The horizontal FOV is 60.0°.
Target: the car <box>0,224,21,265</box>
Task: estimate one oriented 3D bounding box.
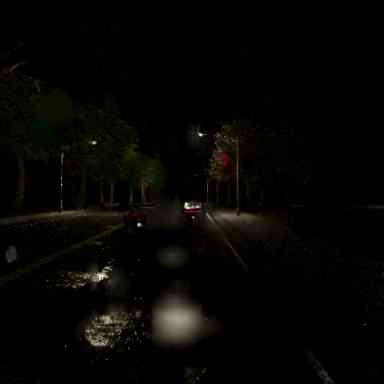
[{"bbox_3d":[-6.598,1.502,8.986,1.882,1.535,5.008,0,0,0],"label":"car"}]

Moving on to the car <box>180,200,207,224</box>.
[{"bbox_3d":[0.097,1.570,25.552,2.128,1.511,4.902,0,0,0],"label":"car"}]

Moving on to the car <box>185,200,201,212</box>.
[{"bbox_3d":[0.094,1.763,42.586,1.994,1.385,4.181,0,-1,0],"label":"car"}]

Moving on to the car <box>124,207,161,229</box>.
[{"bbox_3d":[-3.153,1.665,22.105,1.895,1.301,4.718,0,0,0],"label":"car"}]
